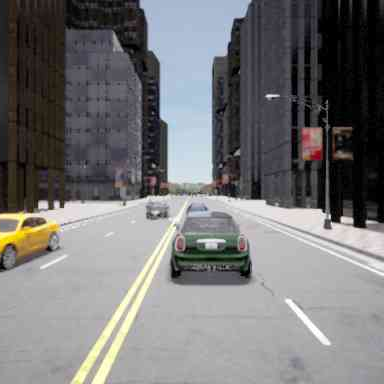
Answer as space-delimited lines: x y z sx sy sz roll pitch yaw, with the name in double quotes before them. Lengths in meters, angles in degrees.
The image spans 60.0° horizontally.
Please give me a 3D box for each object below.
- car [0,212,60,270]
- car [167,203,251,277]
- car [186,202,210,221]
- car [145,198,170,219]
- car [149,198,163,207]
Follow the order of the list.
"car" -6.216 1.501 11.293 1.882 1.535 5.008 0 0 0
"car" 0.484 1.378 10.478 2.097 1.767 4.553 0 0 0
"car" 0.475 1.635 28.820 1.994 1.385 4.181 0 0 0
"car" -2.972 1.562 29.447 2.128 1.511 4.902 0 0 0
"car" -6.137 1.772 57.582 1.895 1.301 4.718 0 0 0
